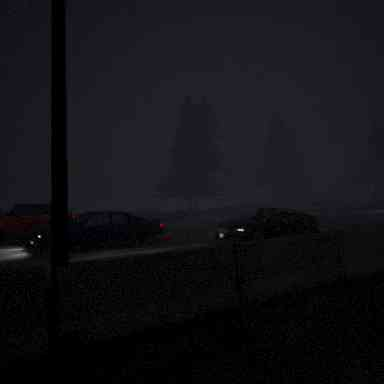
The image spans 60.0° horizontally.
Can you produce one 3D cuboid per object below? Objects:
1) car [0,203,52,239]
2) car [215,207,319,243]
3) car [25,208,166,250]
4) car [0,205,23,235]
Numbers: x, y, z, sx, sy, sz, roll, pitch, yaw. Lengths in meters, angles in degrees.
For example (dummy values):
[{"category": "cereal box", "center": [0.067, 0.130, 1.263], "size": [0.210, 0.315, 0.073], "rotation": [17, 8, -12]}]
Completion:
[{"category": "car", "center": [-7.774, 1.310, 15.444], "size": [4.553, 1.767, 2.097], "rotation": [0, 0, -34]}, {"category": "car", "center": [3.266, 1.413, 14.227], "size": [4.902, 1.511, 2.128], "rotation": [0, 0, -31]}, {"category": "car", "center": [-3.788, 1.497, 13.968], "size": [5.357, 1.411, 2.033], "rotation": [0, 0, -33]}, {"category": "car", "center": [-11.455, 1.489, 17.195], "size": [4.674, 1.442, 1.812], "rotation": [0, 0, -35]}]
